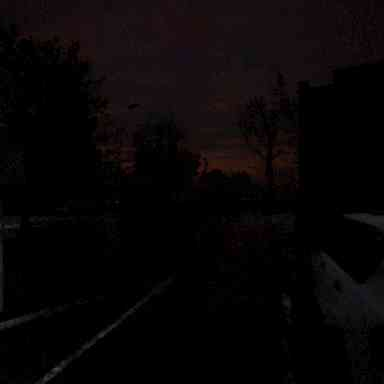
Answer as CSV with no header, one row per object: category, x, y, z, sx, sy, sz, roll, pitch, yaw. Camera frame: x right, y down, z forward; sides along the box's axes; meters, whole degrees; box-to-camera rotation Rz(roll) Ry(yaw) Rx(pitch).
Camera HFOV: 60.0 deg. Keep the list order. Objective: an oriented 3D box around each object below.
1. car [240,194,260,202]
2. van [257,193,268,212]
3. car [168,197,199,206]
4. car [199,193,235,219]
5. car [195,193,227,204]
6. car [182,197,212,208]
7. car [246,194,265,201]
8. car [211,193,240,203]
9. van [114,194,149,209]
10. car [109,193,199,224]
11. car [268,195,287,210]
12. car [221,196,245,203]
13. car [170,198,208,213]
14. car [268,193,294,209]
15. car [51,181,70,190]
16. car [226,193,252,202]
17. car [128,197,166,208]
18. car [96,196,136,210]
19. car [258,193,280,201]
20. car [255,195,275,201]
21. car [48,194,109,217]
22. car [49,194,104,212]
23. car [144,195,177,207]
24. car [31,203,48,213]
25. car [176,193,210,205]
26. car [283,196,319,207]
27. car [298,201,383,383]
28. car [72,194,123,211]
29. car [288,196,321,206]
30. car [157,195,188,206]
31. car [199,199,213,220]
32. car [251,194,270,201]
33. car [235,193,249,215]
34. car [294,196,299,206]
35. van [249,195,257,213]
car,13.776,1.387,78.652,4.553,1.767,2.185,-1,-1,14
van,5.707,1.277,36.288,4.442,1.987,1.878,1,0,14
car,-1.422,1.537,56.120,4.792,1.488,2.163,-1,-1,14
car,0.584,1.245,28.966,5.566,2.045,2.435,1,1,14
car,3.661,1.258,63.625,5.566,2.045,2.435,-1,-1,14
car,0.836,1.528,48.908,2.128,1.511,4.902,0,0,34
car,15.469,1.388,81.162,4.553,1.767,2.185,-1,-1,14
car,6.992,1.260,68.650,5.566,2.045,2.435,-1,0,14
van,-8.351,1.280,46.149,4.442,1.987,1.878,-1,0,14
car,-2.679,1.243,24.069,5.566,2.045,2.435,1,0,14
car,8.906,1.504,41.209,4.892,1.521,2.231,1,0,14
car,8.750,1.540,71.135,4.792,1.488,2.163,-1,-1,14
car,-0.275,1.519,38.170,1.837,1.490,4.892,0,0,34
car,10.600,1.379,43.654,4.553,1.767,2.185,1,1,14
car,-18.221,-0.751,43.895,2.128,1.511,4.902,0,4,35
car,10.440,1.260,73.642,5.566,2.045,2.435,-1,-1,14
car,-6.544,1.507,48.630,4.892,1.521,2.231,-1,-1,14
car,-9.961,1.378,43.637,4.553,1.767,2.185,-1,-1,14
car,20.556,1.263,88.655,5.566,2.045,2.435,-1,0,14
car,18.886,1.515,86.157,4.892,1.521,2.231,-1,-1,14
car,-10.557,1.232,32.268,2.150,2.045,5.566,0,0,34
car,-13.350,1.249,38.615,5.566,2.045,2.435,-1,0,14
car,-4.813,1.381,51.106,4.553,1.767,2.185,-1,0,14
car,-15.043,1.529,36.109,4.792,1.488,2.163,-1,0,14
car,0.211,1.258,58.639,5.566,2.045,2.435,-1,0,14
car,17.389,1.505,53.425,5.366,1.575,1.946,1,0,14
car,2.783,1.235,4.219,2.435,2.045,5.566,0,-1,15
car,-11.600,1.250,41.126,5.566,2.045,2.435,-1,-1,14
car,18.866,1.506,55.908,5.008,1.535,2.097,1,0,14
car,-3.121,1.381,53.619,4.553,1.767,2.185,-1,0,14
car,-1.077,1.524,26.507,4.792,1.488,2.163,1,1,14
car,17.224,1.387,83.643,4.553,1.767,2.185,-1,0,14
car,2.245,1.246,31.415,5.566,2.045,2.435,1,1,14
car,15.520,1.535,51.012,4.792,1.488,2.163,1,1,14
van,4.047,1.275,33.839,4.442,1.987,1.878,1,0,14
